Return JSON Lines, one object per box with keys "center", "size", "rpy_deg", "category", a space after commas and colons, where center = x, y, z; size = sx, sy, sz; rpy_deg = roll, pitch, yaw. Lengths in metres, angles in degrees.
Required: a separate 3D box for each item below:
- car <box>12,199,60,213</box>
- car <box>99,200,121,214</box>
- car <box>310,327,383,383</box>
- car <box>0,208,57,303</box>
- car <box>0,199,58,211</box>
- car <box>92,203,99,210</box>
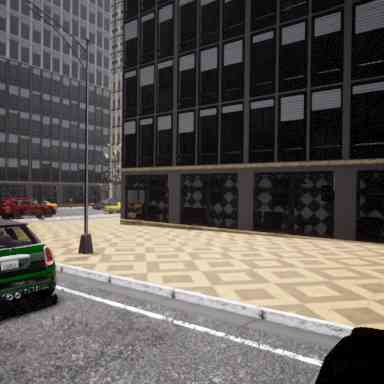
{"center": [-18.444, 1.641, 39.553], "size": [1.752, 1.417, 4.829], "rpy_deg": [1, 0, 37], "category": "car"}
{"center": [-8.150, 1.829, 39.372], "size": [1.752, 1.417, 4.829], "rpy_deg": [1, 0, 37], "category": "car"}
{"center": [2.966, 1.601, 1.565], "size": [4.718, 1.301, 1.895], "rpy_deg": [0, 0, 36], "category": "car"}
{"center": [-5.033, 1.348, 7.283], "size": [4.553, 1.767, 2.097], "rpy_deg": [0, 0, 36], "category": "car"}
{"center": [-14.963, 1.518, 30.172], "size": [2.192, 1.841, 5.009], "rpy_deg": [1, 0, 37], "category": "car"}
{"center": [-11.342, 1.795, 44.774], "size": [1.994, 1.385, 4.181], "rpy_deg": [1, 0, 37], "category": "car"}
